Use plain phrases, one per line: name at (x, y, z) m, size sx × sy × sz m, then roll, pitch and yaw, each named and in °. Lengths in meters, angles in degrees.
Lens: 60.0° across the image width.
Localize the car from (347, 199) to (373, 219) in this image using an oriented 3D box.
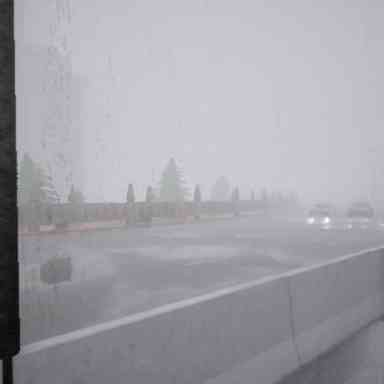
car at (16.069, 1.696, 31.594) m, size 2.033 × 1.411 × 5.357 m, roll 0°, pitch -1°, yaw 33°

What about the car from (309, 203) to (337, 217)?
car at (13.346, 1.776, 33.843) m, size 1.895 × 1.301 × 4.718 m, roll 0°, pitch -1°, yaw 33°
